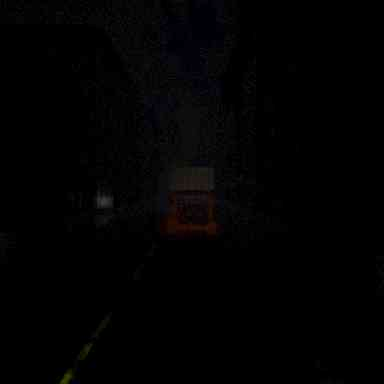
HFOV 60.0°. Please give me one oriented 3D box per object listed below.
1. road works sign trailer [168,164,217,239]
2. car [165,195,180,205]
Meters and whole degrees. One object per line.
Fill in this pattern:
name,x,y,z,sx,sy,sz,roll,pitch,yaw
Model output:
road works sign trailer,0.009,0.401,16.746,2.380,3.560,2.880,0,0,0
car,-3.040,1.306,52.441,1.837,1.490,4.892,0,0,0
